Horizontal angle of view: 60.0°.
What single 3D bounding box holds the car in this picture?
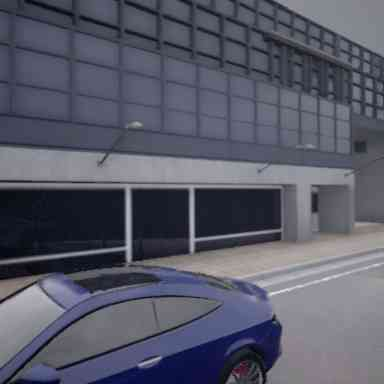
[{"bbox_3d":[-1.064,1.539,3.207,4.674,1.442,1.812,0,0,-36],"label":"car"}]
